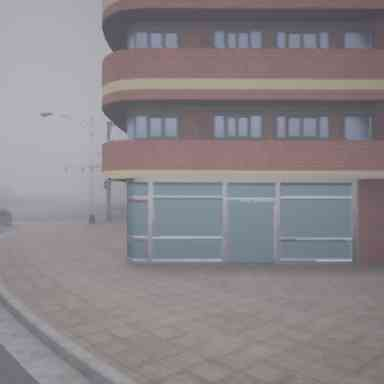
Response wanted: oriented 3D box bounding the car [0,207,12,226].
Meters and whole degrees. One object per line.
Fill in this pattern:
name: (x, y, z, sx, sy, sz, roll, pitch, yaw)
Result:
car: (-13.170, 1.450, 21.223, 2.097, 1.767, 4.553, 0, 0, -13)
